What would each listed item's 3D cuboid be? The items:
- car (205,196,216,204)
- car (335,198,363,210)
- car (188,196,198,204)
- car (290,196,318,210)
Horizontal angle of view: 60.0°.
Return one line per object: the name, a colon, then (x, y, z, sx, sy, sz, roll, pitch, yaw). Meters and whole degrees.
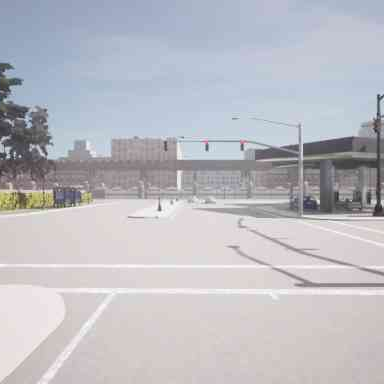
car: (3.554, 1.525, 64.319, 1.812, 1.442, 4.674, 0, 0, 0)
car: (18.989, 1.456, 40.393, 1.970, 1.475, 3.806, 0, 0, 0)
car: (0.160, 1.525, 66.102, 1.812, 1.442, 4.674, 0, 0, 0)
car: (13.244, 1.295, 39.635, 2.242, 1.667, 4.611, 0, 0, 0)
